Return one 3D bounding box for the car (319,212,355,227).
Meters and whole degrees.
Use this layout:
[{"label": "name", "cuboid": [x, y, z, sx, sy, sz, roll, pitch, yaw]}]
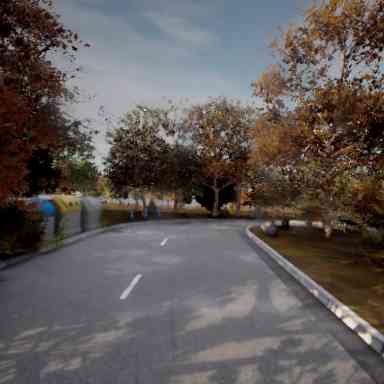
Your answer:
[{"label": "car", "cuboid": [15.579, 2.786, 34.015, 4.902, 1.511, 2.128, 4, -1, -1]}]
